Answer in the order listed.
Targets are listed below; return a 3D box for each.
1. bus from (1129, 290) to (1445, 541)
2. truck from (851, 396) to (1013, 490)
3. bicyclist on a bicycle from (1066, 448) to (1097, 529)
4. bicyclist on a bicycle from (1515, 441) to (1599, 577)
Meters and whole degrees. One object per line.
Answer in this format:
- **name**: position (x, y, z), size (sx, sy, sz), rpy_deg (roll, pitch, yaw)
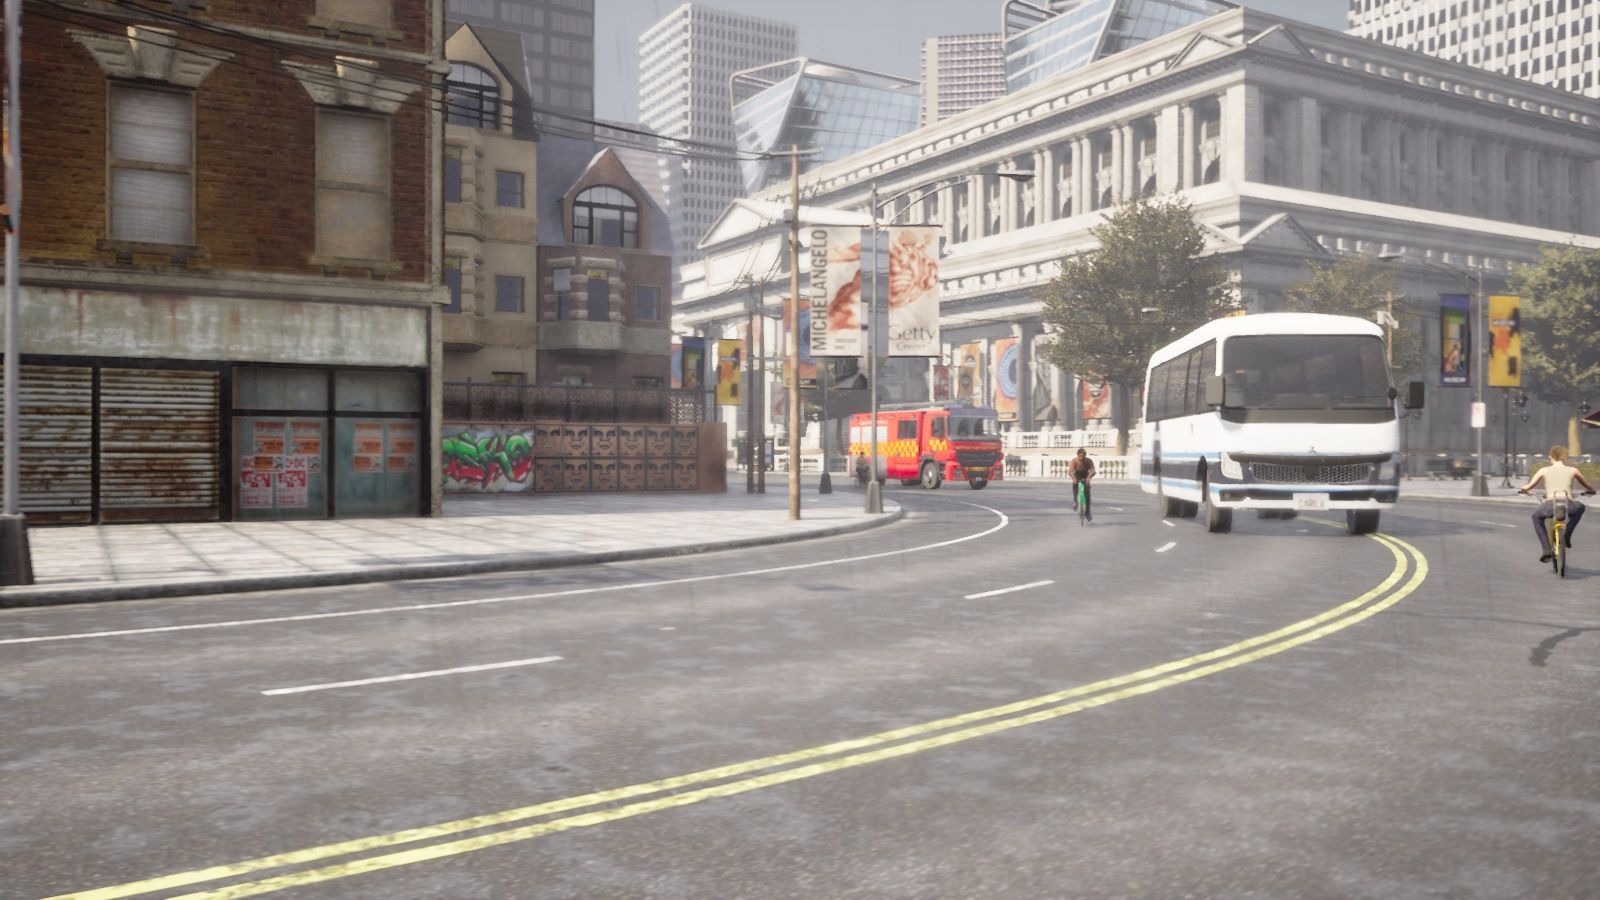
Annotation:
- **bus**: position (9.649, -0.571, 26.641), size (3.944, 4.253, 10.273), rpy_deg (0, 0, 8)
- **truck**: position (5.644, -0.255, 55.600), size (2.891, 3.827, 8.468), rpy_deg (0, 0, -28)
- **bicyclist on a bicycle**: position (5.797, 0.766, 25.830), size (0.582, 1.620, 1.656), rpy_deg (-1, 0, 13)
- **bicyclist on a bicycle**: position (9.483, 0.707, 15.701), size (0.866, 1.612, 1.509), rpy_deg (-1, -1, 27)
